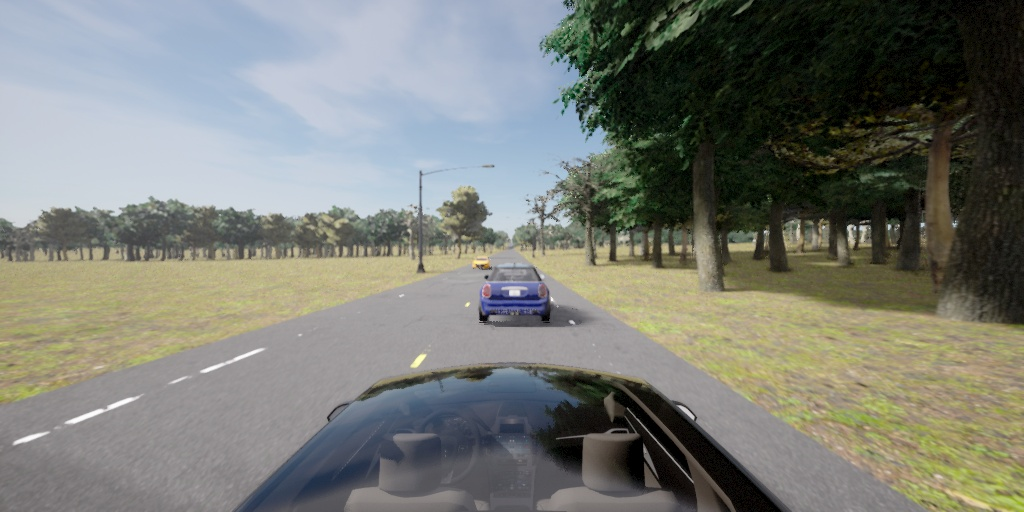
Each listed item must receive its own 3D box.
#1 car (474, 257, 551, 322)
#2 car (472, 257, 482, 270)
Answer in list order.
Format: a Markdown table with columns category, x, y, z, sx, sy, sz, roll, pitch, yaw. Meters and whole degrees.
| category | x | y | z | sx | sy | sz | roll | pitch | yaw |
| --- | --- | --- | --- | --- | --- | --- | --- | --- | --- |
| car | 0.082 | 1.032 | 12.118 | 2.097 | 1.767 | 4.553 | 0 | 0 | 0 |
| car | -3.588 | 0.832 | 42.816 | 1.882 | 1.535 | 5.008 | 0 | 1 | 0 |
